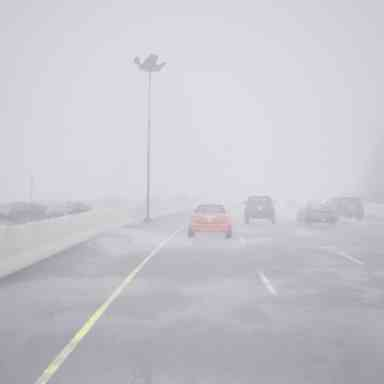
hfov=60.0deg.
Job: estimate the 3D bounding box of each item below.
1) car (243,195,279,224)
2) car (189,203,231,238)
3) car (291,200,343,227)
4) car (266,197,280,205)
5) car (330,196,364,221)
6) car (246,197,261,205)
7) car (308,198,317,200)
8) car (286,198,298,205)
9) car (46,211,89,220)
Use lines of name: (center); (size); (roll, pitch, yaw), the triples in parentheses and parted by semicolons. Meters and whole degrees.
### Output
car: (5.190, 1.284, 25.750); (2.150, 2.045, 5.566); (0, 0, 10)
car: (1.060, 1.363, 18.139); (2.097, 1.767, 4.553); (1, 0, 5)
car: (8.813, 1.603, 23.892); (2.128, 1.511, 4.902); (1, 0, 8)
car: (15.488, 1.696, 63.563); (1.837, 1.490, 4.892); (0, -1, 23)
car: (13.116, 1.390, 28.967); (2.150, 2.045, 5.566); (1, 0, 10)
car: (11.763, 1.671, 63.435); (1.812, 1.442, 4.674); (0, 0, 21)
car: (22.241, 1.773, 61.283); (2.128, 1.511, 4.902); (1, 0, 22)
car: (18.827, 1.801, 62.174); (1.994, 1.385, 4.181); (1, 0, 22)
car: (-8.975, 1.406, 24.586); (1.812, 1.442, 4.674); (1, 0, 8)
